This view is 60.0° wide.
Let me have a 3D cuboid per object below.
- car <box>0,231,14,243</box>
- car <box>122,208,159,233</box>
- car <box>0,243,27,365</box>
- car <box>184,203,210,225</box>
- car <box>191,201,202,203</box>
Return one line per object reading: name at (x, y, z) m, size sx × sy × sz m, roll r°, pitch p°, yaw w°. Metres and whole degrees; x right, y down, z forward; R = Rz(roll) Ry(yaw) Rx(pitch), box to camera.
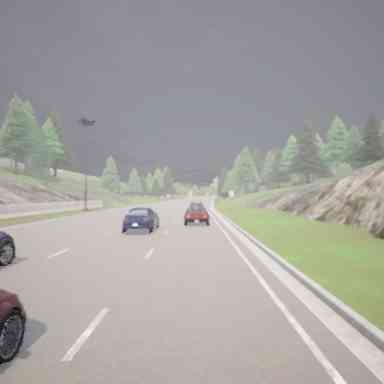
car at (-6.784, 1.422, 8.952) m, size 2.097 × 1.767 × 4.553 m, roll 0°, pitch 0°, yaw 0°
car at (-3.184, 1.705, 21.066) m, size 1.812 × 1.442 × 4.674 m, roll 0°, pitch 0°, yaw 1°
car at (-3.316, 1.548, 2.928) m, size 1.812 × 1.442 × 4.674 m, roll 0°, pitch 0°, yaw 0°
car at (0.368, 1.829, 26.112) m, size 1.895 × 1.301 × 4.718 m, roll 0°, pitch -1°, yaw 1°
car at (0.558, 1.866, 42.962) m, size 2.128 × 1.511 × 4.902 m, roll 0°, pitch 0°, yaw 1°
